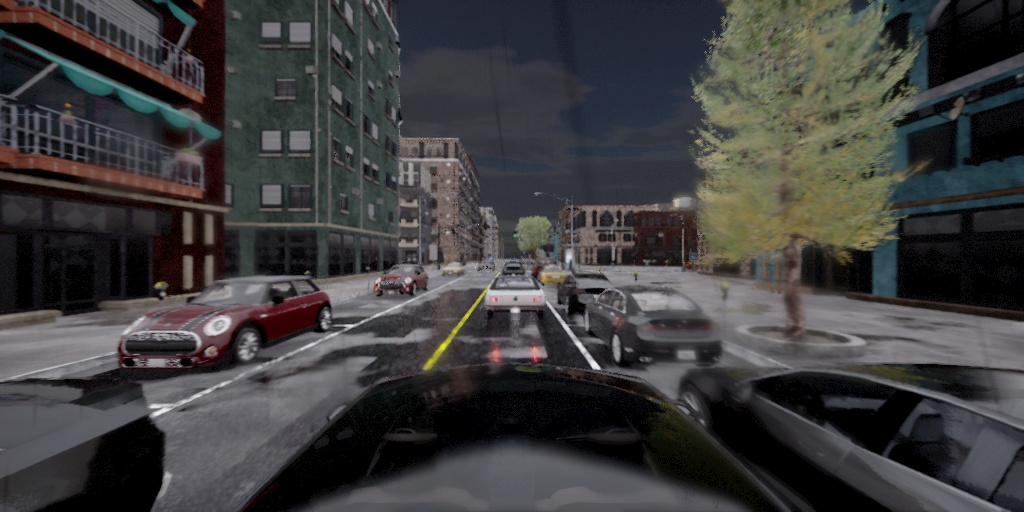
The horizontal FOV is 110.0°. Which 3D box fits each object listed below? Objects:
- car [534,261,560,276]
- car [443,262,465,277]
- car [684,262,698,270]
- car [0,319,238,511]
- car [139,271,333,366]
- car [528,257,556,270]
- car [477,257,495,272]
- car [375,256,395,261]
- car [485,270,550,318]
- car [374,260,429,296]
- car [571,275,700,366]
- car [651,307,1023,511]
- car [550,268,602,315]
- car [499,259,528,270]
[{"bbox_3d":[2.702,1.251,24.518,1.751,1.417,4.829,0,0,0],"label":"car"},{"bbox_3d":[-5.675,1.239,35.262,1.751,1.417,4.829,0,0,0],"label":"car"},{"bbox_3d":[26.171,1.366,49.903,4.507,1.381,1.888,0,0,0],"label":"car"},{"bbox_3d":[-3.100,1.244,0.190,2.128,1.511,4.902,0,0,0],"label":"car"},{"bbox_3d":[-5.687,1.184,7.733,1.967,1.591,4.097,0,0,0],"label":"car"},{"bbox_3d":[2.704,1.034,29.887,2.192,1.841,5.009,0,0,0],"label":"car"},{"bbox_3d":[-2.981,1.065,42.111,1.994,1.385,4.181,0,0,0],"label":"car"},{"bbox_3d":[-17.253,0.963,49.667,5.009,1.841,2.192,0,0,0],"label":"car"},{"bbox_3d":[0.107,1.338,12.989,1.895,1.301,4.718,0,0,0],"label":"car"},{"bbox_3d":[-5.682,1.172,18.812,1.967,1.591,4.097,0,0,0],"label":"car"},{"bbox_3d":[2.694,1.294,7.729,2.007,1.370,4.403,0,0,0],"label":"car"},{"bbox_3d":[2.691,1.315,2.191,1.948,1.339,4.313,0,0,0],"label":"car"},{"bbox_3d":[2.696,1.303,13.268,1.948,1.339,4.313,0,0,0],"label":"car"},{"bbox_3d":[0.114,1.224,29.371,1.837,1.490,4.892,0,0,0],"label":"car"}]
